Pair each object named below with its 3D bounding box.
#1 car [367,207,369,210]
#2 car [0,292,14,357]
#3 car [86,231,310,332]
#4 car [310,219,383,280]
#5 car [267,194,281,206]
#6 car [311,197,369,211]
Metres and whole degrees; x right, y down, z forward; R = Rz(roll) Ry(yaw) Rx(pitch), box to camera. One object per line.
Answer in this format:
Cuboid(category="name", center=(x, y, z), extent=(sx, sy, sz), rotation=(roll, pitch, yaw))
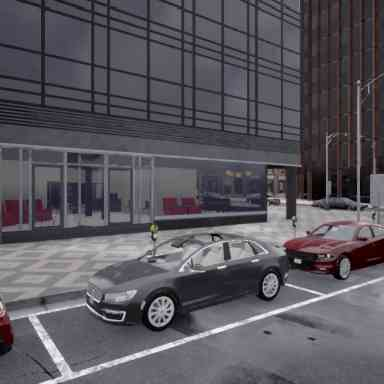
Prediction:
Cuboid(category="car", center=(9.005, 1.441, 13.084), extent=(4.097, 1.590, 1.967), rotation=(0, 0, -36))
Cuboid(category="car", center=(-4.318, 1.440, 3.570), extent=(4.097, 1.590, 1.967), rotation=(0, 0, -36))
Cuboid(category="car", center=(0.123, 1.551, 6.741), extent=(4.403, 1.369, 2.008), rotation=(0, 0, -36))
Cuboid(category="car", center=(4.564, 1.545, 9.912), extent=(4.507, 1.381, 1.887), rotation=(0, 0, -36))
Cuboid(category="car", center=(9.002, 0.961, 42.156), extent=(1.837, 1.490, 4.892), rotation=(0, 1, -36))
Cuboid(category="car", center=(14.933, 1.203, 33.792), extent=(2.033, 1.411, 5.357), rotation=(0, 1, -41))
